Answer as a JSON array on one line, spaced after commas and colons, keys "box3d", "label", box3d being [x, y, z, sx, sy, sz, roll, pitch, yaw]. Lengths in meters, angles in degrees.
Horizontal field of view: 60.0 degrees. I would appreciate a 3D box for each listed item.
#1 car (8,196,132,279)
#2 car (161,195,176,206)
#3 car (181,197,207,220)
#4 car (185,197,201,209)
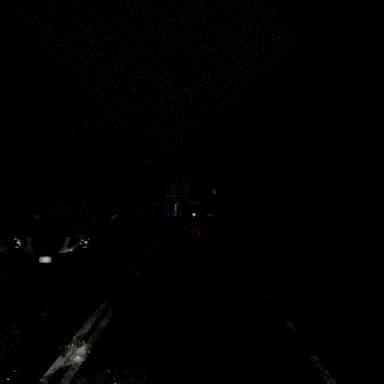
[{"box3d": [-3.319, 1.178, 10.310, 2.150, 2.045, 5.566, 0, 0, 0], "label": "car"}, {"box3d": [-3.307, 1.225, 47.128, 1.837, 1.490, 4.892, 0, 1, 0], "label": "car"}, {"box3d": [0.147, 1.378, 26.889, 1.837, 1.490, 4.892, 0, 1, 0], "label": "car"}, {"box3d": [0.119, 1.324, 42.450, 1.994, 1.385, 4.181, 0, 0, 0], "label": "car"}]
